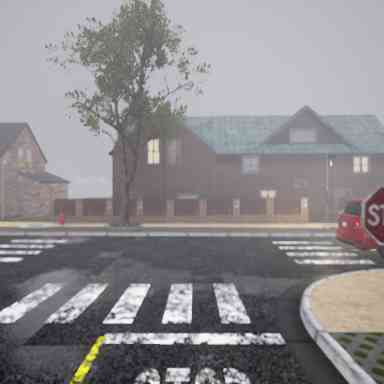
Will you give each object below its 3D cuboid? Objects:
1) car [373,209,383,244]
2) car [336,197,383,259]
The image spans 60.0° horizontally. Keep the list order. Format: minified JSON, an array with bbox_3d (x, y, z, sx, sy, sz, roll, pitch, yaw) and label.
[{"bbox_3d":[10.834,1.488,13.970,5.357,1.411,2.033,0,1,1],"label":"car"},{"bbox_3d":[8.054,1.222,11.714,5.566,2.045,2.150,0,1,0],"label":"car"}]
